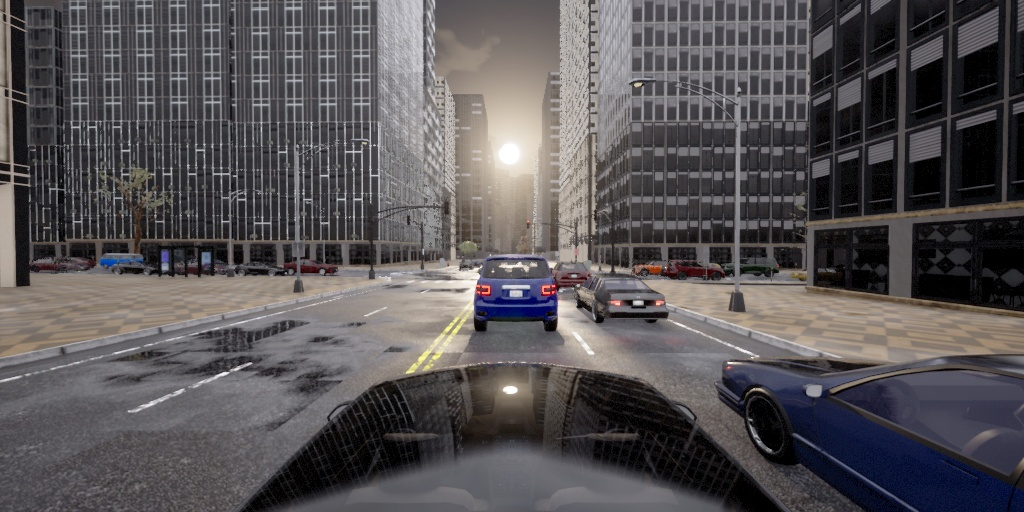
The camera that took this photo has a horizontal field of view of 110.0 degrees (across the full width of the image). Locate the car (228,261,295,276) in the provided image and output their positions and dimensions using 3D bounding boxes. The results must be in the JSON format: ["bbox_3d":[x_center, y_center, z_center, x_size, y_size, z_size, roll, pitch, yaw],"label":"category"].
[{"bbox_3d":[-22.731,1.183,32.635,4.313,1.339,1.948,0,0,1],"label":"car"}]

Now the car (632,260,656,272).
[{"bbox_3d":[15.037,1.213,37.879,4.553,1.767,2.097,0,1,0],"label":"car"}]

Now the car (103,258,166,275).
[{"bbox_3d":[-34.096,1.078,32.941,4.313,1.339,1.948,0,0,1],"label":"car"}]

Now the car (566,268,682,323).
[{"bbox_3d":[3.351,1.296,12.047,2.033,1.411,5.357,0,0,0],"label":"car"}]

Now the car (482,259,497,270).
[{"bbox_3d":[-3.335,1.207,53.403,1.882,1.535,5.008,0,0,0],"label":"car"}]

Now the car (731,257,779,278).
[{"bbox_3d":[24.889,1.169,37.730,5.566,2.045,2.150,1,1,1],"label":"car"}]

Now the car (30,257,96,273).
[{"bbox_3d":[-45.219,0.894,35.826,4.674,1.442,1.812,1,1,1],"label":"car"}]

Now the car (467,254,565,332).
[{"bbox_3d":[0.097,0.970,11.044,2.150,2.045,5.566,0,0,0],"label":"car"}]

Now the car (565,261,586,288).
[{"bbox_3d":[3.349,1.098,21.455,2.097,1.767,4.553,0,0,0],"label":"car"}]

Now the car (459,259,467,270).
[{"bbox_3d":[-6.601,1.235,52.511,1.837,1.490,4.892,0,0,-1],"label":"car"}]

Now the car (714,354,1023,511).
[{"bbox_3d":[3.350,1.297,1.867,2.033,1.411,5.357,0,0,1],"label":"car"}]

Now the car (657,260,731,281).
[{"bbox_3d":[16.193,1.278,32.105,5.009,1.841,2.192,0,0,1],"label":"car"}]

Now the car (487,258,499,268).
[{"bbox_3d":[-3.318,1.199,63.015,1.882,1.535,5.008,0,0,0],"label":"car"}]

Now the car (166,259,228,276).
[{"bbox_3d":[-28.416,1.147,32.768,4.207,1.307,1.802,0,0,1],"label":"car"}]

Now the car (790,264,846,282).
[{"bbox_3d":[27.642,1.587,31.908,4.829,1.417,1.751,0,0,1],"label":"car"}]

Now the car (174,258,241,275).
[{"bbox_3d":[-30.028,1.000,35.491,4.902,1.511,2.128,0,1,1],"label":"car"}]

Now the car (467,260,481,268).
[{"bbox_3d":[-6.570,1.322,62.814,1.895,1.301,4.718,0,0,0],"label":"car"}]

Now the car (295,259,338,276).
[{"bbox_3d":[-19.766,1.078,35.282,5.008,1.535,1.882,1,1,0],"label":"car"}]

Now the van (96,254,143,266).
[{"bbox_3d":[-45.287,0.617,41.602,3.998,1.789,1.690,0,0,1],"label":"van"}]
